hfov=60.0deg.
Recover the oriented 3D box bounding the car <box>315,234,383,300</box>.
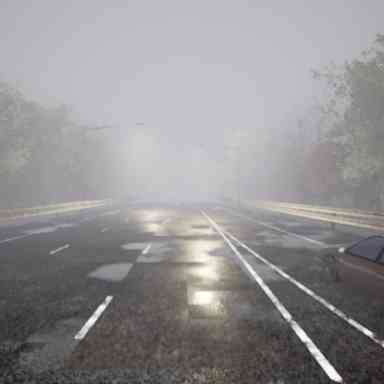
[{"bbox_3d":[4.493,1.566,6.810,2.033,1.411,5.357,0,0,-4],"label":"car"}]
